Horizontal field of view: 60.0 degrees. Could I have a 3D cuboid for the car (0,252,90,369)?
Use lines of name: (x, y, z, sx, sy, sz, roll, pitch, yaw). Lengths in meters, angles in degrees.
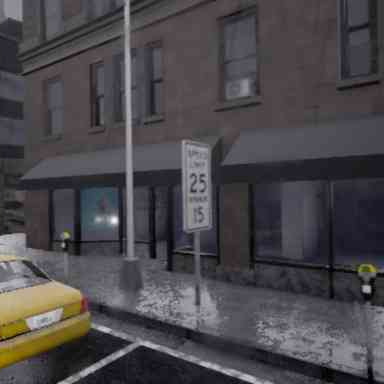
car: (-3.709, 1.531, 5.379, 4.829, 1.417, 1.752, 0, -1, 34)
